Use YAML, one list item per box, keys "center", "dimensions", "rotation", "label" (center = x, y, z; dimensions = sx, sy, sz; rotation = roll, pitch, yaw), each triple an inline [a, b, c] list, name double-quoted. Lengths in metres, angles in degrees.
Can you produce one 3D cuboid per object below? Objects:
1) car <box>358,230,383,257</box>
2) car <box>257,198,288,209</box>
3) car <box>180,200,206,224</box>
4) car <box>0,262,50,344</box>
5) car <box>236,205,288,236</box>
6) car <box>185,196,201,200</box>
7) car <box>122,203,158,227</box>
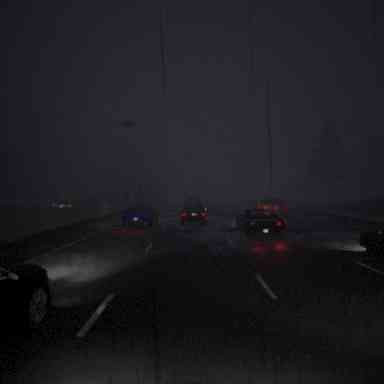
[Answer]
- center: [7.102, 1.544, 9.900]
  dimensions: [2.033, 1.411, 5.357]
  rotation: [0, 0, 0]
  label: "car"
- center: [7.105, 1.341, 30.093]
  dimensions: [2.097, 1.767, 4.553]
  rotation: [0, 0, 0]
  label: "car"
- center: [0.100, 1.539, 24.655]
  dimensions: [2.033, 1.411, 5.357]
  rotation: [0, 0, 0]
  label: "car"
- center: [-3.401, 1.490, 3.933]
  dimensions: [2.128, 1.511, 4.902]
  rotation: [0, 0, 0]
  label: "car"
- center: [3.603, 1.594, 18.461]
  dimensions: [1.895, 1.301, 4.718]
  rotation: [0, 0, 0]
  label: "car"
- center: [0.107, 1.339, 41.942]
  dimensions: [2.097, 1.767, 4.553]
  rotation: [0, 0, 0]
  label: "car"
- center: [-3.396, 1.470, 22.559]
  dimensions: [1.882, 1.535, 5.008]
  rotation: [0, 0, 0]
  label: "car"
